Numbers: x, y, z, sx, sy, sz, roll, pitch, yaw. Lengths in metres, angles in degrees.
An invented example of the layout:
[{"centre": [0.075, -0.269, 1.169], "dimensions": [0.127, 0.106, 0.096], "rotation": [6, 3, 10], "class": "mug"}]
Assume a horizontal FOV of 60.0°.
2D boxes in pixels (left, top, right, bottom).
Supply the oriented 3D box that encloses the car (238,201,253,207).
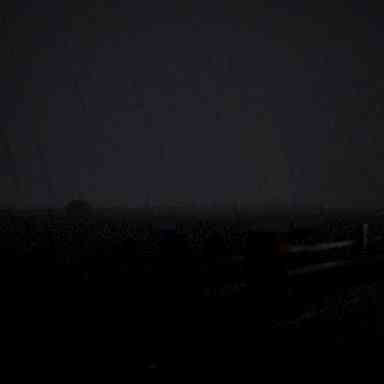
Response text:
[{"centre": [14.050, 3.145, 87.547], "dimensions": [1.994, 1.385, 4.181], "rotation": [0, -1, -36], "class": "car"}]
